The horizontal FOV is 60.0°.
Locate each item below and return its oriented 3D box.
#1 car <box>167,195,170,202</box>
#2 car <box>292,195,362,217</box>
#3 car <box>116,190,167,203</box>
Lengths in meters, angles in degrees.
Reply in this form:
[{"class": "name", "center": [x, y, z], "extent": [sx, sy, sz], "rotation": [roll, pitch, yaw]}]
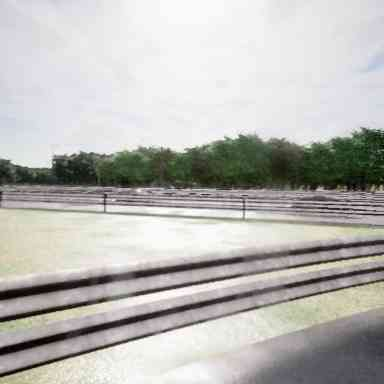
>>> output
[{"class": "car", "center": [-4.347, 0.527, 37.877], "extent": [4.181, 1.385, 1.994], "rotation": [1, 2, 21]}, {"class": "car", "center": [10.095, 0.999, 25.016], "extent": [4.892, 1.490, 1.837], "rotation": [1, 2, 21]}, {"class": "car", "center": [-5.571, 0.539, 34.595], "extent": [4.902, 1.511, 2.128], "rotation": [1, 2, 20]}]
